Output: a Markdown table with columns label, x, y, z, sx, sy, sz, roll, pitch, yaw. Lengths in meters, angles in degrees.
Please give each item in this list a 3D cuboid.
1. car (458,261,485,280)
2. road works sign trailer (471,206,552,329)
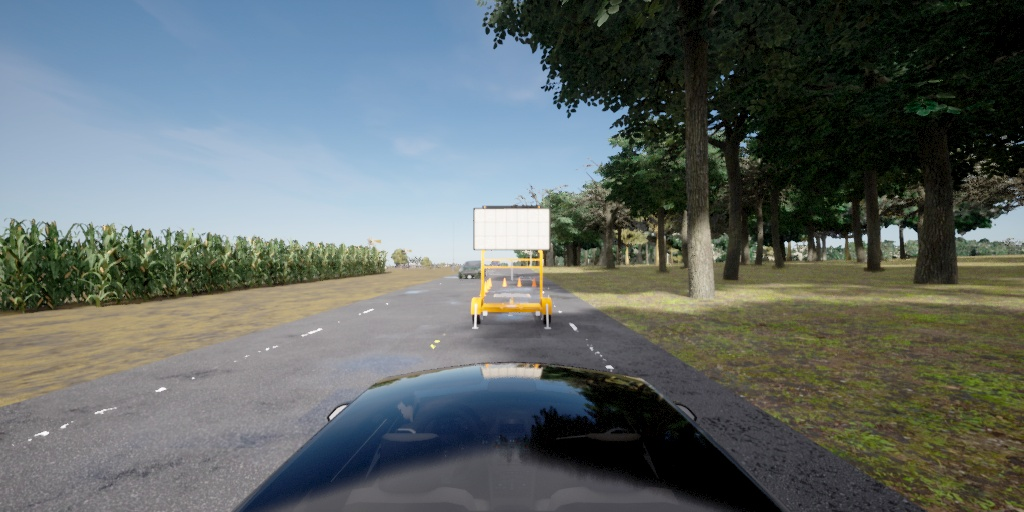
| label | x | y | z | sx | sy | sz | roll | pitch | yaw |
| --- | --- | --- | --- | --- | --- | --- | --- | --- | --- |
| car | -3.609 | 1.203 | 32.725 | 2.097 | 1.767 | 4.553 | 0 | 0 | 0 |
| road works sign trailer | -0.002 | 0.229 | 11.294 | 2.380 | 3.560 | 2.880 | 0 | 0 | 1 |
